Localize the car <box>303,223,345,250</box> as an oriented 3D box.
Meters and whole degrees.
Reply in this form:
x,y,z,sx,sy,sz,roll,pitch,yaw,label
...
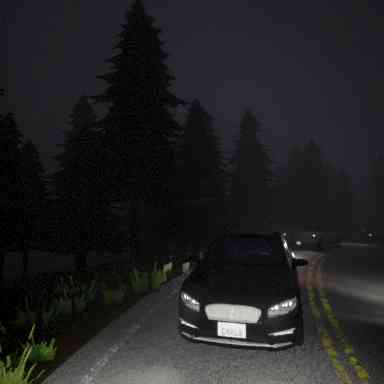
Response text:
x,y,z,sx,sy,sz,roll,pitch,yaw,label
6.534,2.311,17.747,1.895,1.301,4.718,-3,-6,39,car

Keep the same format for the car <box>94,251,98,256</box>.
x,y,z,sx,sy,sz,roll,pitch,yaw,label
-20.222,13.650,73.007,4.181,1.381,1.994,-2,-5,31,car

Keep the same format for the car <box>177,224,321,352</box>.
x,y,z,sx,sy,sz,roll,pitch,yaw,label
1.138,1.562,6.627,2.128,1.511,4.902,-1,-2,15,car

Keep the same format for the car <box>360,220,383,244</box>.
x,y,z,sx,sy,sz,roll,pitch,yaw,label
15.914,3.231,26.490,5.566,2.045,2.150,8,-8,-28,car
